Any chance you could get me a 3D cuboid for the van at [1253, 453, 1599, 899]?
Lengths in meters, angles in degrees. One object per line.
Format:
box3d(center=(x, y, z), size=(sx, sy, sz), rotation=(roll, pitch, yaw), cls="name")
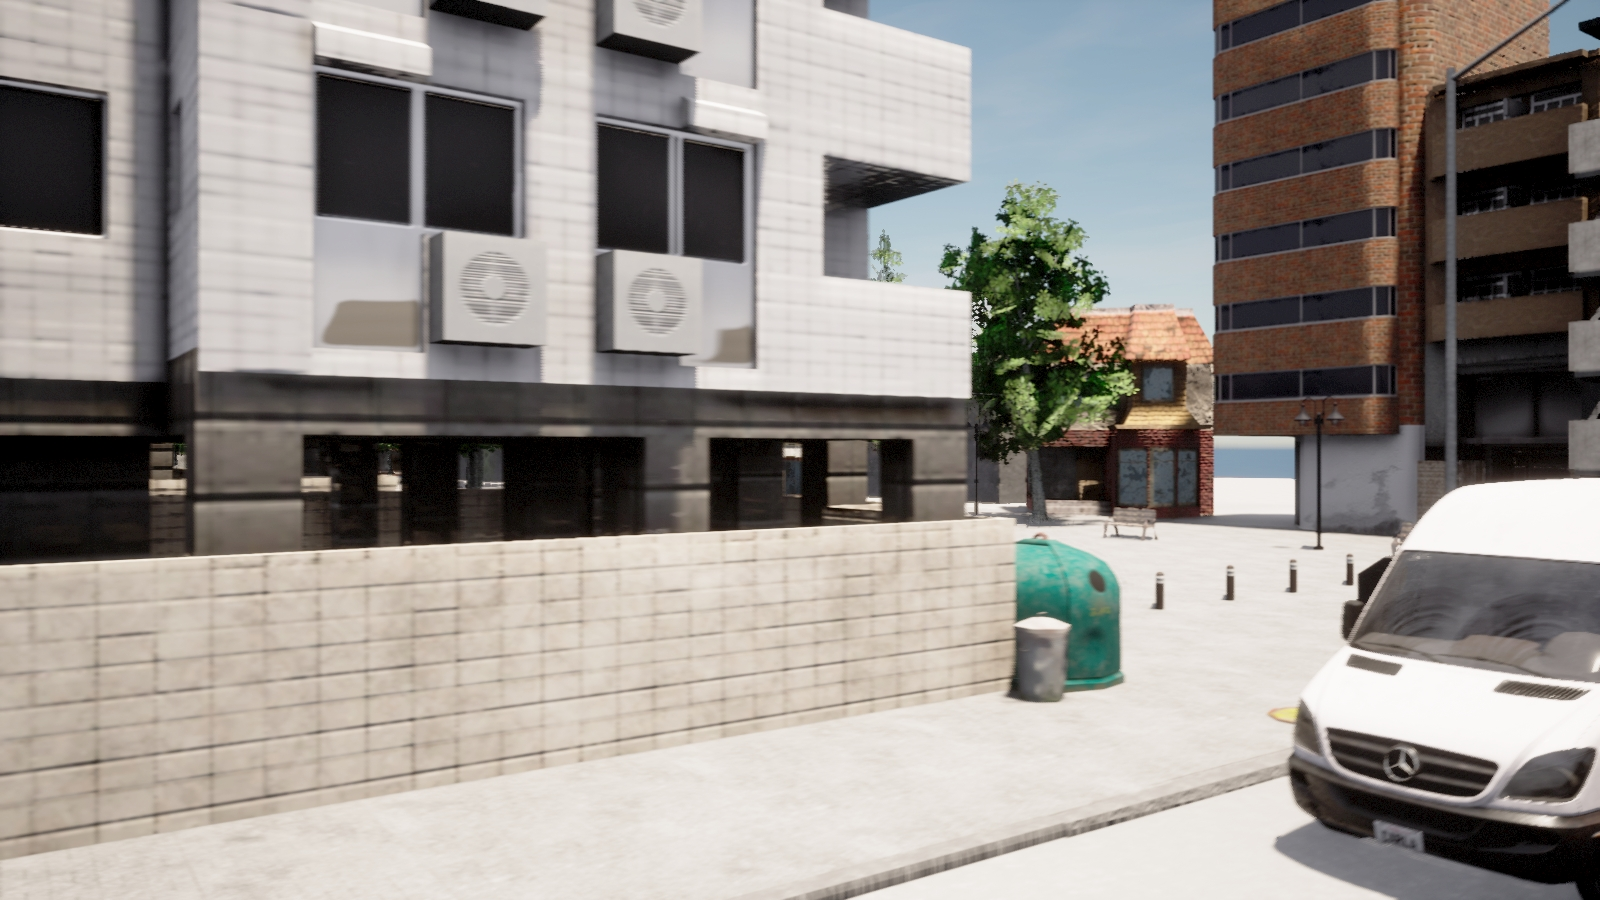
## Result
box3d(center=(6.133, 1.314, 8.801), size=(5.915, 2.561, 1.988), rotation=(0, 0, -35), cls="van")
